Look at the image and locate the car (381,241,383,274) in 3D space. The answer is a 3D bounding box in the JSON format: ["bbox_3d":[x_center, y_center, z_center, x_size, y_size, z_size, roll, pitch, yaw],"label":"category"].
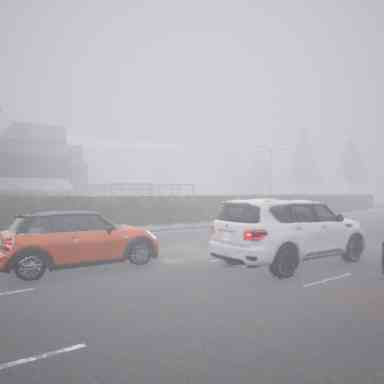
[{"bbox_3d":[6.872,1.477,8.648,5.008,1.535,1.882,0,0,-35],"label":"car"}]

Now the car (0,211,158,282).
[{"bbox_3d":[-3.281,1.352,10.004,4.553,1.767,2.097,0,0,-35],"label":"car"}]

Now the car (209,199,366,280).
[{"bbox_3d":[3.075,1.221,10.238,5.566,2.045,2.150,0,0,-35],"label":"car"}]
